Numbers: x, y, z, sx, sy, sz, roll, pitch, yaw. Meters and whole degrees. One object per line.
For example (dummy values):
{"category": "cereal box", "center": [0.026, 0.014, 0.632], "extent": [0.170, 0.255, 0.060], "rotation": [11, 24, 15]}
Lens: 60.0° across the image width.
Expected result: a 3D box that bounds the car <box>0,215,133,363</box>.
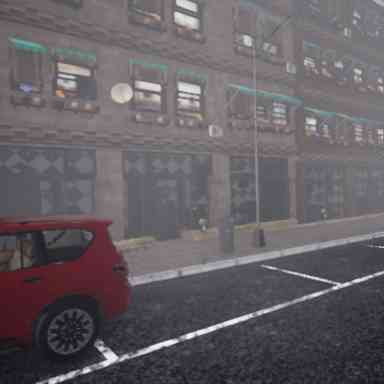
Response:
{"category": "car", "center": [-3.224, 1.319, 4.289], "extent": [5.009, 1.841, 2.192], "rotation": [-1, 0, -35]}
